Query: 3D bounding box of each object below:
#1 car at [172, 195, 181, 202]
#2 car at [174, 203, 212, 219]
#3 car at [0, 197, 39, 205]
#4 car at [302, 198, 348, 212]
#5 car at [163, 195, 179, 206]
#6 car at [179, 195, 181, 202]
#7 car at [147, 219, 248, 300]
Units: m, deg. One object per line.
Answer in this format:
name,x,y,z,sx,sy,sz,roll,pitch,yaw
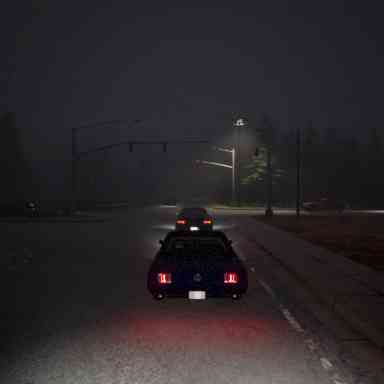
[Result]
car,-3.418,1.427,74.114,1.882,1.535,5.008,0,0,1
car,0.100,1.511,17.354,1.812,1.442,4.674,0,0,0
car,-18.340,1.362,34.987,4.553,1.767,2.097,0,0,1
car,15.153,1.472,38.084,5.008,1.535,1.882,0,0,1
car,-3.591,1.527,54.541,1.994,1.385,4.181,0,0,0
car,-3.548,1.521,63.809,1.994,1.385,4.181,0,0,1
car,0.099,1.596,8.299,1.895,1.301,4.718,0,0,0
